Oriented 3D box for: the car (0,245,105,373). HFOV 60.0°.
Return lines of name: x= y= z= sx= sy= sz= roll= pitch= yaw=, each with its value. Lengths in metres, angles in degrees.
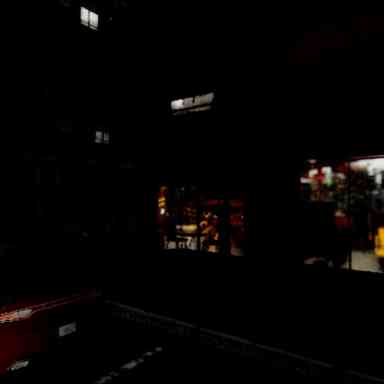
car: x=-3.333 y=1.541 z=5.376 sx=4.507 sy=1.381 sz=1.887 roll=0 pitch=-1 yaw=36
